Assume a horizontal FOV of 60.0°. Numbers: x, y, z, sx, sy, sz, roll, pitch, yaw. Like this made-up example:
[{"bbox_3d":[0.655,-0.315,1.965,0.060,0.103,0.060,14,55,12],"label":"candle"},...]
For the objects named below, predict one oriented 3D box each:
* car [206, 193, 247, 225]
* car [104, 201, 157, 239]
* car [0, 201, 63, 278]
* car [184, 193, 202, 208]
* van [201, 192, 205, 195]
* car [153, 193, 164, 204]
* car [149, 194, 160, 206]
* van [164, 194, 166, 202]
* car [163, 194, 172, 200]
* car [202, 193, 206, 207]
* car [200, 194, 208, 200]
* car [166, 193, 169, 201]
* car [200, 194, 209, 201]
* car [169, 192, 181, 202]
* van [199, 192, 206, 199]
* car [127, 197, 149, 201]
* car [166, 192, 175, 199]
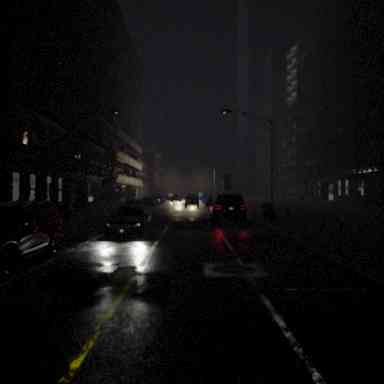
[{"bbox_3d":[2.395,1.096,23.053,2.150,2.045,5.566,0,0,0],"label":"car"},{"bbox_3d":[-3.099,1.428,16.962,1.812,1.442,4.674,0,0,0],"label":"car"},{"bbox_3d":[-5.674,1.256,10.202,2.192,1.841,5.009,1,0,0],"label":"car"},{"bbox_3d":[0.022,1.258,43.656,1.837,1.490,4.892,0,0,1],"label":"car"},{"bbox_3d":[2.708,1.003,60.327,1.690,1.788,3.998,1,0,0],"label":"van"},{"bbox_3d":[-5.677,1.273,49.190,2.008,1.369,4.403,1,0,0],"label":"car"},{"bbox_3d":[-5.677,1.319,43.620,1.947,1.339,4.313,1,0,0],"label":"car"},{"bbox_3d":[-5.673,1.033,54.759,1.690,1.788,3.998,1,0,0],"label":"van"},{"bbox_3d":[-5.675,1.096,76.868,1.752,1.417,4.829,1,0,0],"label":"car"},{"bbox_3d":[2.705,1.193,43.619,1.967,1.590,4.097,1,0,0],"label":"car"},{"bbox_3d":[2.706,1.095,77.206,1.752,1.417,4.829,1,0,0],"label":"car"},{"bbox_3d":[-5.675,1.188,60.159,1.752,1.417,4.829,1,0,0],"label":"car"},{"bbox_3d":[2.705,1.183,71.466,1.802,1.307,4.206,1,0,0],"label":"car"},{"bbox_3d":[-2.997,1.190,62.529,1.837,1.490,4.892,0,0,0],"label":"car"},{"bbox_3d":[2.709,0.852,88.175,1.690,1.788,3.998,1,0,0],"label":"van"},{"bbox_3d":[-5.677,1.359,32.481,1.887,1.381,4.507,1,0,0],"label":"car"},{"bbox_3d":[-5.671,0.826,88.176,2.192,1.841,5.009,1,0,0],"label":"car"}]
